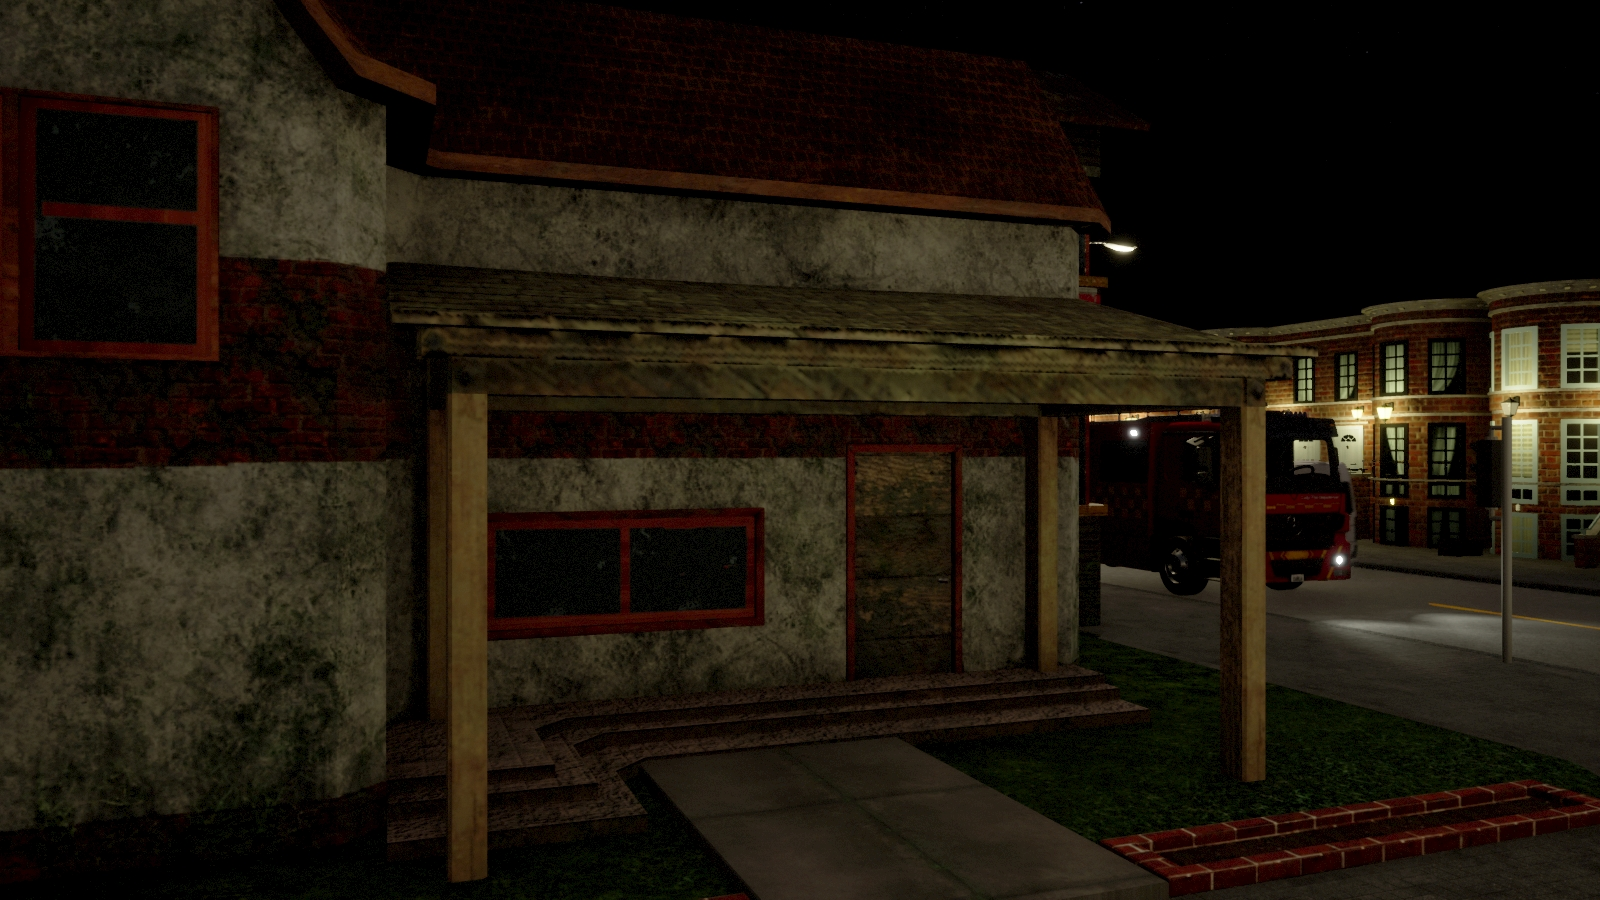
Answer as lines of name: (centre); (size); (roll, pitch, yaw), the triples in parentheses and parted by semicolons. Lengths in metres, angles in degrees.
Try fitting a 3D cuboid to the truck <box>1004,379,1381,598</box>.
truck: (7.818, 0.670, 24.411); (2.891, 3.827, 8.468); (0, 0, -20)
